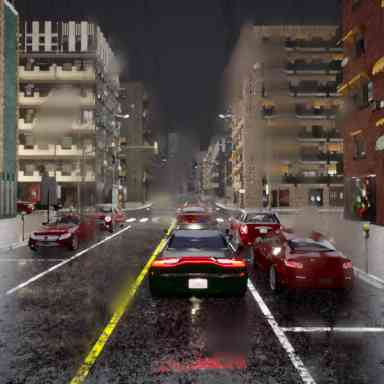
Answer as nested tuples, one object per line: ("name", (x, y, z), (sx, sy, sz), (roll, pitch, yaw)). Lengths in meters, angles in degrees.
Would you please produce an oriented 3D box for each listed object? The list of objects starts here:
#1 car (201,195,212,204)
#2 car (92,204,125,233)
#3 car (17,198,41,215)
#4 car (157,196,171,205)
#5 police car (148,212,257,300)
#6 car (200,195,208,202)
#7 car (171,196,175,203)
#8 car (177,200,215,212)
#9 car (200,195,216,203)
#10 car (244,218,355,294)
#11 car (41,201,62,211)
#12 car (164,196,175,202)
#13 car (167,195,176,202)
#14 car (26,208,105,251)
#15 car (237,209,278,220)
("car", (2.799, 1.449, 63.524), (1.967, 1.590, 4.097), (1, 0, 0))
("car", (-5.245, 1.444, 19.638), (1.967, 1.590, 4.097), (1, 0, 0))
("car", (-17.453, 1.240, 31.193), (5.009, 1.841, 2.192), (0, -1, 0))
("car", (-5.103, 1.534, 57.681), (1.752, 1.417, 4.829), (1, 0, 0))
("police car", (0.127, 1.506, 8.518), (2.038, 1.542, 4.974), (0, 0, 0))
("car", (2.859, 1.554, 80.537), (1.887, 1.381, 4.507), (1, 0, 0))
("car", (-5.062, 1.534, 69.023), (1.752, 1.417, 4.829), (1, 0, 0))
("car", (0.131, 1.482, 19.022), (1.882, 1.535, 5.008), (0, 0, 0))
("car", (2.758, 1.559, 52.182), (2.008, 1.369, 4.403), (1, 0, 0))
("car", (2.603, 1.584, 8.534), (1.802, 1.307, 4.206), (1, 0, 0))
("car", (-17.487, 1.590, 39.069), (4.313, 1.339, 1.947), (0, -1, 0))
("car", (-5.042, 1.575, 74.864), (1.947, 1.339, 4.313), (1, 0, 0))
("car", (-5.022, 1.554, 80.534), (1.887, 1.381, 4.507), (1, 0, 0))
("car", (-5.262, 1.585, 14.089), (1.802, 1.307, 4.206), (1, 0, 0))
("car", (2.624, 1.443, 14.083), (1.967, 1.590, 4.097), (1, 0, 0))
